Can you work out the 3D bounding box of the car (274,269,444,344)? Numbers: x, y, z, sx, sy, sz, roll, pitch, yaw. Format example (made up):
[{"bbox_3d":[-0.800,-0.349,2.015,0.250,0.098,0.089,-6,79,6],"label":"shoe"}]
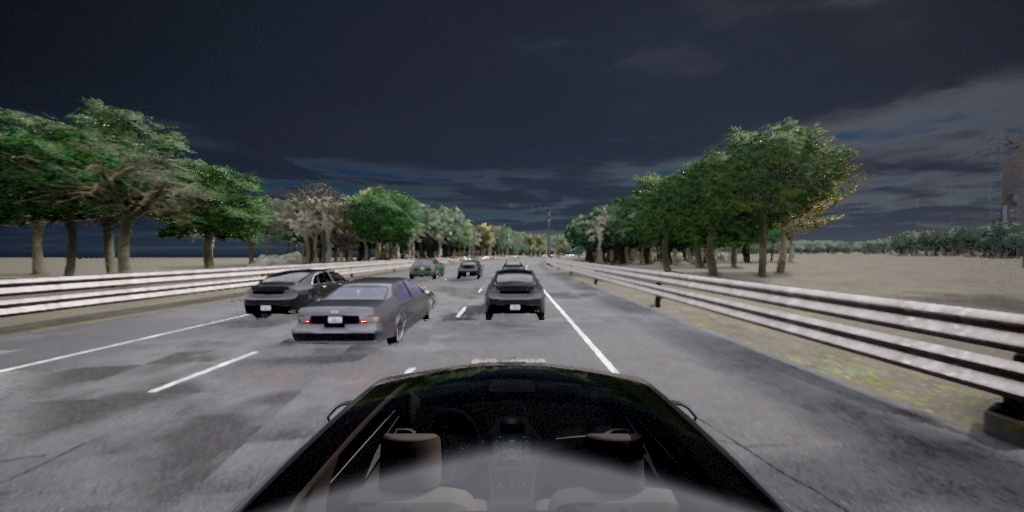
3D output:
[{"bbox_3d":[-3.400,1.257,9.399,2.033,1.411,5.357,0,0,0],"label":"car"}]

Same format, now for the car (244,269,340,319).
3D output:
[{"bbox_3d":[-6.899,1.198,12.468,1.837,1.490,4.892,0,0,0],"label":"car"}]

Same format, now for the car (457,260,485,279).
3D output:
[{"bbox_3d":[-3.396,1.102,30.049,1.837,1.490,4.892,0,0,0],"label":"car"}]

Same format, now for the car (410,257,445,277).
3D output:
[{"bbox_3d":[-6.894,0.951,29.668,2.097,1.767,4.553,0,0,0],"label":"car"}]

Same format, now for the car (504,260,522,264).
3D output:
[{"bbox_3d":[0.104,1.090,29.889,2.128,1.511,4.902,0,0,0],"label":"car"}]

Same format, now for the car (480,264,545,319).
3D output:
[{"bbox_3d":[0.095,1.197,12.553,1.837,1.490,4.892,0,0,0],"label":"car"}]
